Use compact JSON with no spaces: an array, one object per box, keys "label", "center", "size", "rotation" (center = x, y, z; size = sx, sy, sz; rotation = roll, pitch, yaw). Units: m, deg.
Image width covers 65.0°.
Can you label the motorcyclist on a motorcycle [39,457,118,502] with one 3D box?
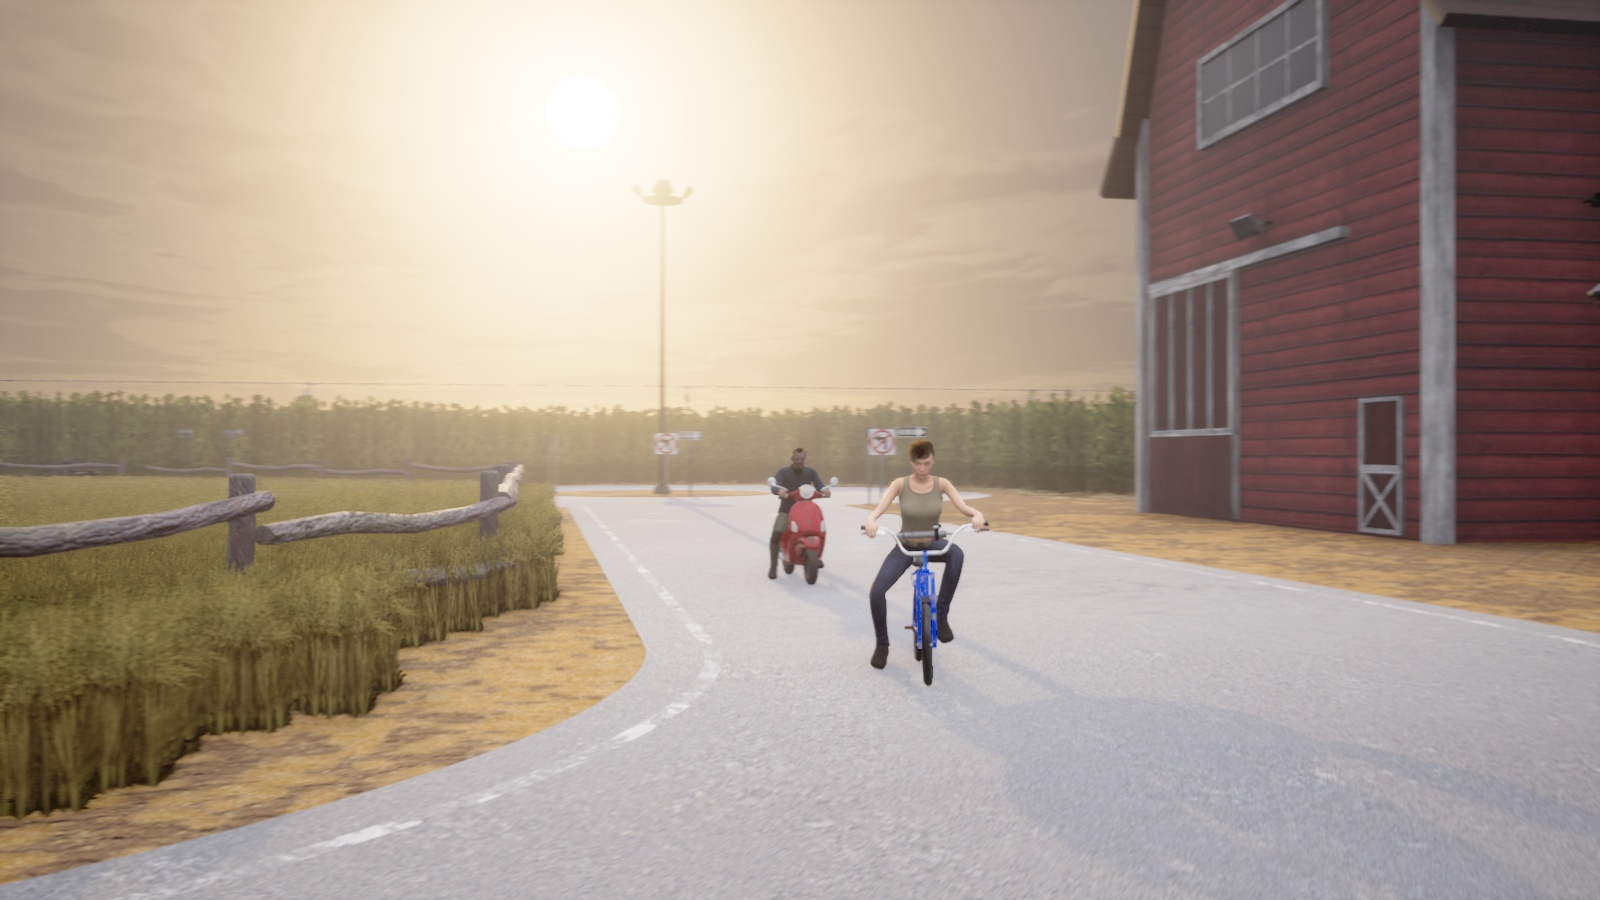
[{"label":"motorcyclist on a motorcycle","center":[-25.046,1.007,43.629],"size":[2.191,1.530,0.866],"rotation":[0,0,-8]}]

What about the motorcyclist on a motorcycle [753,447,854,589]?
[{"label":"motorcyclist on a motorcycle","center":[0.009,0.766,15.108],"size":[0.866,1.590,1.817],"rotation":[0,0,-12]}]

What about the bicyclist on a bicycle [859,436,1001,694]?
[{"label":"bicyclist on a bicycle","center":[0.849,0.724,8.614],"size":[0.866,1.612,1.509],"rotation":[0,0,2]}]
